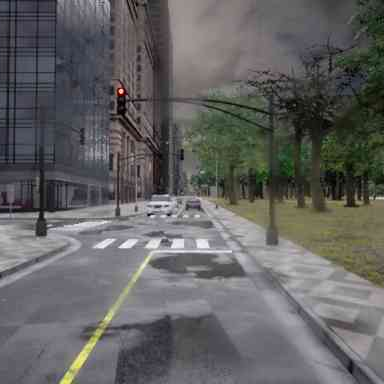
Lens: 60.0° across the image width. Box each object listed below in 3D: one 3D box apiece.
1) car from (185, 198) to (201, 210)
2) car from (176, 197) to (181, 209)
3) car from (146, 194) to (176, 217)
[{"bbox_3d":[0.175,1.588,44.613,2.128,1.511,4.902,0,0,0],"label":"car"},{"bbox_3d":[-3.015,1.638,48.781,1.812,1.442,4.674,0,0,0],"label":"car"},{"bbox_3d":[-3.049,1.279,32.244,2.150,2.045,5.566,0,0,0],"label":"car"}]
